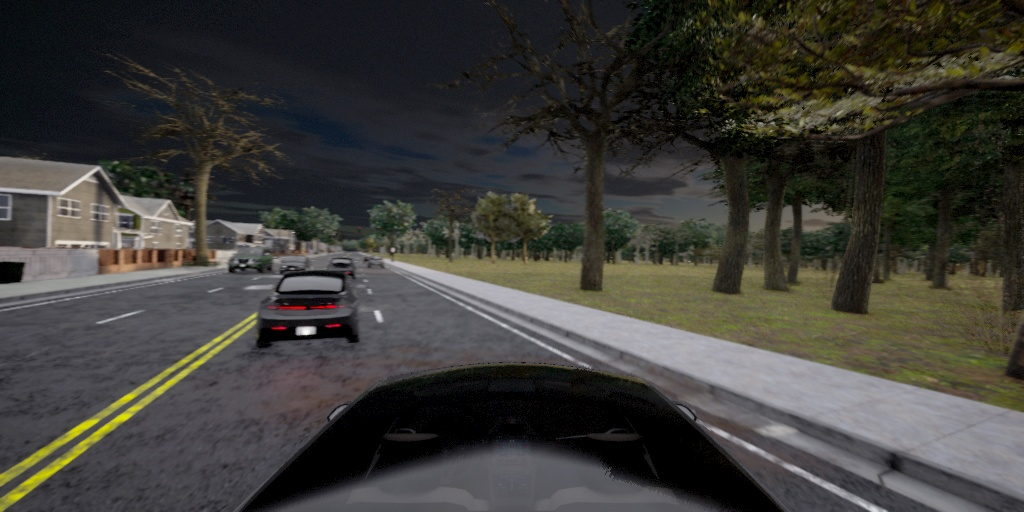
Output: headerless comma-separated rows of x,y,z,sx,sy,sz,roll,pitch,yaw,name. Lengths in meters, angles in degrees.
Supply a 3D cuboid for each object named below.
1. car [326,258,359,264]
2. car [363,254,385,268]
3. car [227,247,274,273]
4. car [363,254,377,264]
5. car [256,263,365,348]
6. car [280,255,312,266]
-12.073,0.866,25.485,1.837,1.490,4.892,2,0,-24,car
-17.021,0.694,44.823,2.128,1.511,4.902,2,0,-24,car
-20.876,0.286,28.900,2.150,2.045,5.566,2,0,-24,car
-24.044,0.450,60.625,1.882,1.535,5.008,2,0,-23,car
-4.752,1.101,8.822,1.837,1.490,4.892,2,0,-24,car
-17.402,0.689,29.051,1.837,1.490,4.892,2,0,-24,car
